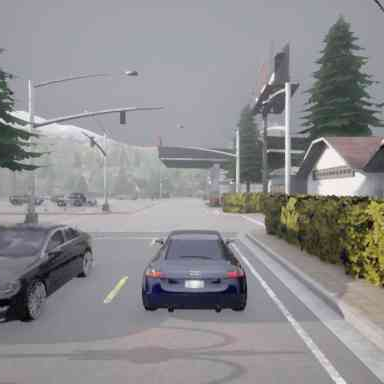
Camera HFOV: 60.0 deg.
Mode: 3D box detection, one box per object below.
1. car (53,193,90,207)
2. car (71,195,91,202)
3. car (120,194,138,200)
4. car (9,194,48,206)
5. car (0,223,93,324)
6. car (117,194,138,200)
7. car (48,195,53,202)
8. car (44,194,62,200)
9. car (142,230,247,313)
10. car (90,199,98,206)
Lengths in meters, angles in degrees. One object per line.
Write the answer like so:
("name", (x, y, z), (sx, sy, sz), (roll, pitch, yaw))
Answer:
("car", (-16.752, 1.070, 46.349), (3.866, 1.878, 1.905), (0, 0, 0))
("car", (-24.006, 1.309, 72.046), (3.633, 1.501, 1.845), (0, 0, 0))
("car", (-16.466, 1.327, 87.070), (4.514, 1.523, 2.007), (0, 0, 0))
("car", (-24.637, 1.090, 49.593), (4.605, 1.855, 1.932), (0, 0, 0))
("car", (-3.618, 1.490, 7.297), (2.128, 1.511, 4.902), (0, 0, 0))
("car", (-16.396, 1.319, 83.933), (5.027, 1.636, 2.152), (0, 0, 0))
("car", (-23.994, 1.289, 62.053), (4.514, 1.523, 2.007), (0, 0, 0))
("car", (-35.062, 1.372, 83.979), (3.806, 1.475, 1.970), (0, 0, 0))
("car", (0.063, 1.563, 7.757), (1.994, 1.385, 4.181), (0, 0, 1))
("car", (-16.159, 1.354, 49.677), (3.806, 1.475, 1.970), (0, 0, 0))
